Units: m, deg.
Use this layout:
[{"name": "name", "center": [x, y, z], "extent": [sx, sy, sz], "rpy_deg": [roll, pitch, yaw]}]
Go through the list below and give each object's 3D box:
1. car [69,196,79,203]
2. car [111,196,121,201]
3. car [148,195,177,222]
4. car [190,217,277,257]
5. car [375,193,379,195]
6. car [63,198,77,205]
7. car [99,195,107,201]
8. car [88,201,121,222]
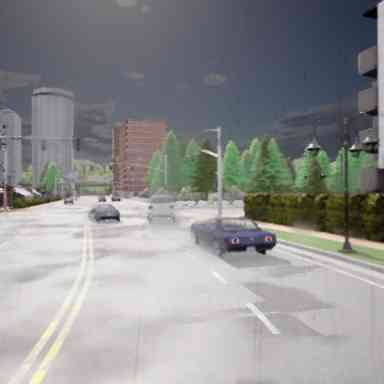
[{"name": "car", "center": [-30.179, 1.910, 85.028], "extent": [2.128, 1.511, 4.902], "rpy_deg": [0, 0, -16]}, {"name": "car", "center": [-19.231, 1.843, 84.932], "extent": [1.812, 1.442, 4.674], "rpy_deg": [0, 0, -16]}, {"name": "car", "center": [-2.451, 1.303, 27.569], "extent": [2.150, 2.045, 5.566], "rpy_deg": [-1, 0, -4]}, {"name": "car", "center": [1.365, 1.622, 13.155], "extent": [1.895, 1.301, 4.718], "rpy_deg": [0, 0, -16]}, {"name": "car", "center": [27.139, 1.145, 47.292], "extent": [5.566, 2.045, 2.150], "rpy_deg": [0, 0, -14]}, {"name": "car", "center": [-25.870, 1.877, 69.955], "extent": [2.033, 1.411, 5.357], "rpy_deg": [0, 0, -16]}, {"name": "car", "center": [-22.508, 1.933, 83.664], "extent": [1.895, 1.301, 4.718], "rpy_deg": [0, 0, -16]}, {"name": "car", "center": [-7.316, 1.678, 27.495], "extent": [1.994, 1.385, 4.181], "rpy_deg": [0, 0, -27]}]
